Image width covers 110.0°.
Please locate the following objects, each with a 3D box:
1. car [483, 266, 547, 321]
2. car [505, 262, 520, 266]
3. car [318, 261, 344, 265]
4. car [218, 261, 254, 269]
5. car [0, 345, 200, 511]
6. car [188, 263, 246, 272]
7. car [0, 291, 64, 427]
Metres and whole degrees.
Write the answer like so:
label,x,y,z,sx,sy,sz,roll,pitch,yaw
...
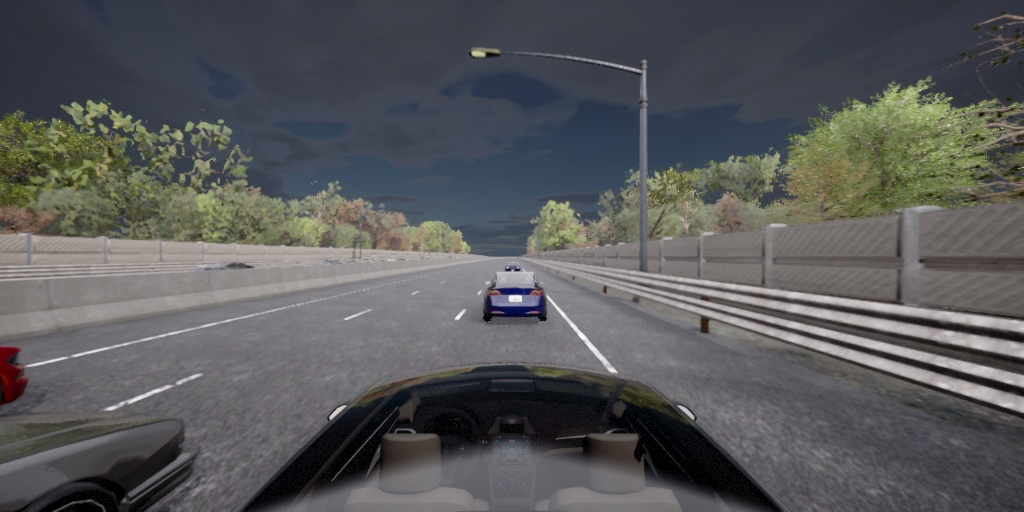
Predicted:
label,x,y,z,sx,sy,sz,roll,pitch,yaw
car,0.099,1.255,12.507,2.163,1.488,4.792,0,0,0
car,0.096,1.355,43.325,1.895,1.301,4.718,0,0,0
car,-17.595,1.245,34.636,2.128,1.511,4.902,0,0,0
car,-24.597,1.230,30.857,1.882,1.535,5.008,0,0,0
car,-3.398,1.298,0.317,2.033,1.411,5.357,0,0,0
car,-21.101,1.353,24.599,1.895,1.301,4.718,0,0,0
car,-6.899,1.228,2.267,1.882,1.535,5.008,0,0,0
